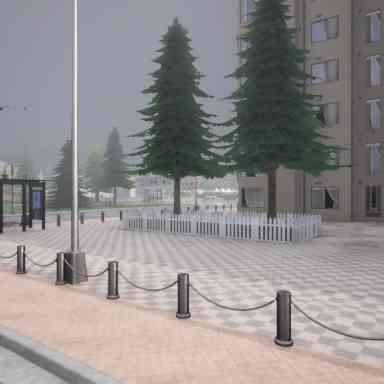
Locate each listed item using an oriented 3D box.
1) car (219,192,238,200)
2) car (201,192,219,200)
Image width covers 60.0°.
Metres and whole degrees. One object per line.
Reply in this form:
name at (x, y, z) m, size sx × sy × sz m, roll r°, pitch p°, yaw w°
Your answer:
car at (9.547, 1.374, 84.715) m, size 3.633 × 1.501 × 1.845 m, roll 0°, pitch 0°, yaw 35°
car at (5.185, 1.384, 91.418) m, size 3.806 × 1.475 × 1.970 m, roll 0°, pitch 0°, yaw 35°
